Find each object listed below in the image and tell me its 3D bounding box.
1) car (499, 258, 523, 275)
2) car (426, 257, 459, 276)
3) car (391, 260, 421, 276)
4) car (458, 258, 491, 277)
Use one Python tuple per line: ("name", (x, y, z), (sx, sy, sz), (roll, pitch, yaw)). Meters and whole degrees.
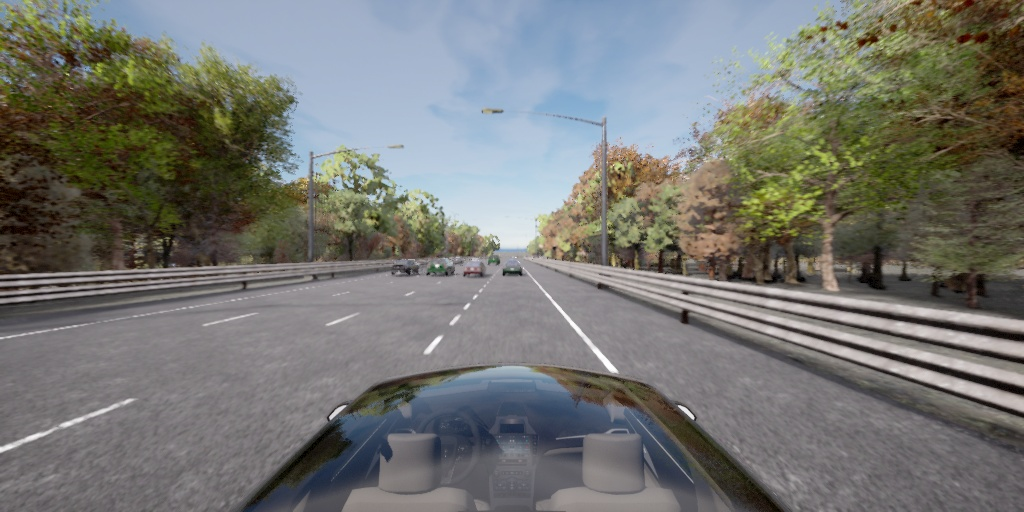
("car", (0.053, 1.193, 36.066), (1.994, 1.385, 4.181), (0, 0, 1))
("car", (-6.953, 0.983, 35.476), (2.097, 1.767, 4.553), (0, 0, 1))
("car", (-10.450, 1.138, 35.588), (1.837, 1.490, 4.892), (0, 1, 1))
("car", (-3.469, 1.184, 33.882), (2.033, 1.411, 5.357), (0, 0, 0))
